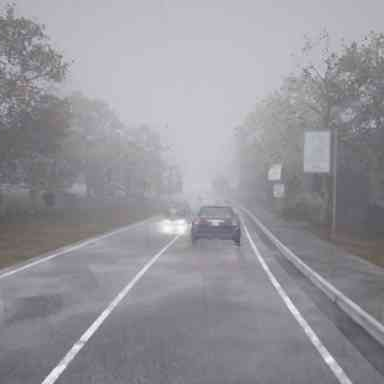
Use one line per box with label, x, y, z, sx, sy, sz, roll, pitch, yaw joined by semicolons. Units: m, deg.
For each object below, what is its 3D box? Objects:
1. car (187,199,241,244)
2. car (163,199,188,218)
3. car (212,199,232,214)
car;1.176;1.330;15.839;2.097;1.767;4.553;1;0;5
car;-1.211;1.400;28.840;2.128;1.511;4.902;1;0;6
car;3.222;1.481;35.896;2.033;1.411;5.357;1;0;5
